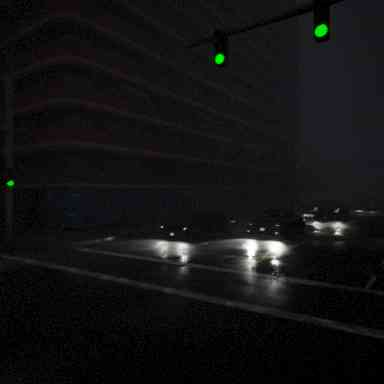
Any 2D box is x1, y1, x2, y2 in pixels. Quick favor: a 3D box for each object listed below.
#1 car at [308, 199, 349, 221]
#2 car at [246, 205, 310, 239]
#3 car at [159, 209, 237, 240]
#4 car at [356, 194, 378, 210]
[{"bbox_3d":[11.709,1.412,27.904,2.097,1.767,4.553,-1,0,35],"label":"car"},{"bbox_3d":[4.527,1.623,17.720,1.994,1.385,4.181,-1,0,35],"label":"car"},{"bbox_3d":[0.551,1.638,18.154,2.033,1.411,5.357,-1,0,35],"label":"car"},{"bbox_3d":[23.369,1.303,44.283,2.150,2.045,5.566,-1,0,35],"label":"car"}]
